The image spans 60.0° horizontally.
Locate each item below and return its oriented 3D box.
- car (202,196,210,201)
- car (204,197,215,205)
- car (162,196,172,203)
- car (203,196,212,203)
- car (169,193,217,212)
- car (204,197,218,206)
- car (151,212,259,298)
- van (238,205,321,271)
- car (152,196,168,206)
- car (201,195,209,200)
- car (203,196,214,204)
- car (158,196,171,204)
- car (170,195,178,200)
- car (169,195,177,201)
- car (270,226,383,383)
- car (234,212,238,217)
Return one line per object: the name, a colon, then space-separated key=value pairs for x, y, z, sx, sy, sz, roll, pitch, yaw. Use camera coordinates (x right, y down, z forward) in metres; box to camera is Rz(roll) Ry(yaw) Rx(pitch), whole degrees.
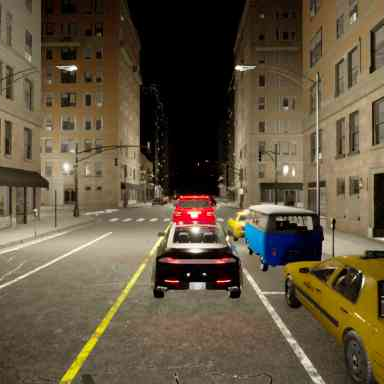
car: x=3.419 y=1.566 z=81.533 sx=1.947 sy=1.339 sz=4.313 roll=1 pitch=0 yaw=1
car: x=3.116 y=1.549 z=59.412 sx=1.887 sy=1.381 sz=4.507 roll=1 pitch=0 yaw=1
car: x=-5.257 y=1.549 z=70.581 sx=1.887 sy=1.381 sz=4.507 roll=1 pitch=0 yaw=1
car: x=3.268 y=1.547 z=70.472 sx=1.887 sy=1.381 sz=4.507 roll=1 pitch=0 yaw=1
car: x=0.117 y=1.225 z=18.660 sx=2.150 sy=2.045 sz=5.566 roll=0 pitch=0 yaw=0
car: x=3.040 y=1.570 z=53.882 sx=1.947 sy=1.339 sz=4.313 roll=1 pitch=0 yaw=1
car: x=0.106 y=1.493 z=8.474 sx=2.128 sy=1.511 sz=4.902 roll=0 pitch=0 yaw=0
van: x=2.687 y=1.343 z=10.545 sx=1.690 sy=1.788 sz=3.998 roll=1 pitch=0 yaw=0
car: x=-5.485 y=1.588 z=53.995 sx=1.802 sy=1.307 sz=4.206 roll=1 pitch=0 yaw=1
car: x=3.571 y=1.548 z=92.593 sx=2.008 sy=1.369 sz=4.403 roll=1 pitch=0 yaw=1
car: x=3.192 y=1.554 z=64.942 sx=2.008 sy=1.369 sz=4.403 roll=1 pitch=0 yaw=1
car: x=-5.333 y=1.555 z=65.052 sx=2.008 sy=1.369 sz=4.403 roll=1 pitch=0 yaw=1
car: x=-4.954 y=1.565 z=92.696 sx=1.947 sy=1.339 sz=4.313 roll=1 pitch=0 yaw=1
car: x=-5.032 y=1.526 z=86.997 sx=1.752 sy=1.417 sz=4.829 roll=1 pitch=0 yaw=1
car: x=2.680 y=1.526 z=5.041 sx=1.752 sy=1.417 sz=4.829 roll=1 pitch=0 yaw=0
car: x=2.691 y=1.528 z=16.388 sx=1.752 sy=1.417 sz=4.829 roll=1 pitch=0 yaw=0
